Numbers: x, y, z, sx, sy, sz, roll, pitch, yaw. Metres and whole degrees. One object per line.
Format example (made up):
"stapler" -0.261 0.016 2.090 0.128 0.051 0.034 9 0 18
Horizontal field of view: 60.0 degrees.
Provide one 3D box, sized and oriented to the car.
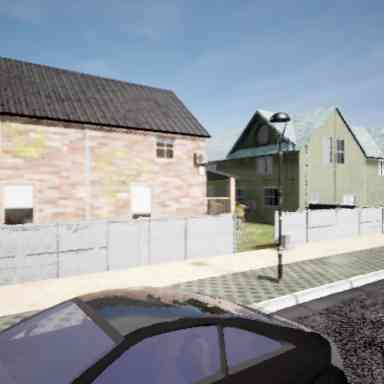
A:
"car" -0.649 1.561 2.546 4.181 1.385 1.994 0 0 -35
